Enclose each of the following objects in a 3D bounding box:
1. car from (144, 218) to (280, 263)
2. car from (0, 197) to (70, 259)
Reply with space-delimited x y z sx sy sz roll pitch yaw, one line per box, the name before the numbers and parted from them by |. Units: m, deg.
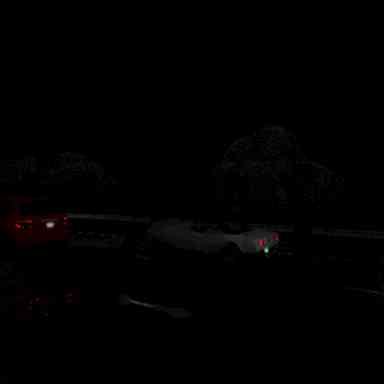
car | 0.558 1.577 11.930 4.718 1.301 1.895 0 0 33
car | -7.069 1.194 12.621 5.566 2.045 2.150 0 0 32
